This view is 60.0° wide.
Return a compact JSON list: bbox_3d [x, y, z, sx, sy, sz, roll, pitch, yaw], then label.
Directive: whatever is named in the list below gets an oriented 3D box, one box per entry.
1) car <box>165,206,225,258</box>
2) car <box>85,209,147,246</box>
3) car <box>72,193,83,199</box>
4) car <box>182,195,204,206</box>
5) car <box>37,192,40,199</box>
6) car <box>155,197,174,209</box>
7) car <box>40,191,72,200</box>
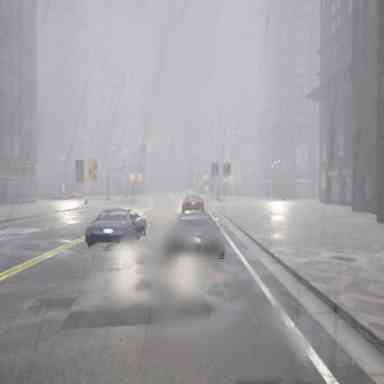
[{"bbox_3d":[0.100,1.437,12.200,1.994,1.385,4.181,0,1,0],"label":"car"},{"bbox_3d":[-3.150,1.413,14.506,1.994,1.385,4.181,0,1,0],"label":"car"},{"bbox_3d":[-25.060,0.822,69.633,4.206,1.307,1.802,0,1,-1],"label":"car"},{"bbox_3d":[0.102,1.025,31.888,2.097,1.767,4.553,0,1,0],"label":"car"},{"bbox_3d":[-30.570,0.904,61.022,4.313,1.339,1.947,0,1,-1],"label":"car"},{"bbox_3d":[-3.148,1.207,38.768,1.895,1.301,4.718,0,1,0],"label":"car"},{"bbox_3d":[-24.931,0.923,61.109,4.313,1.339,1.947,0,1,-1],"label":"car"}]
